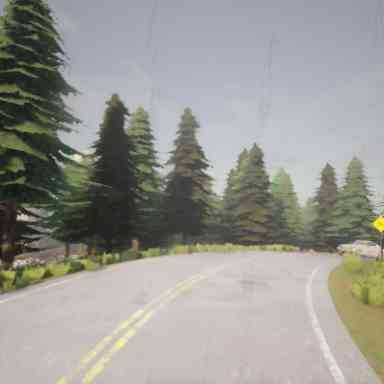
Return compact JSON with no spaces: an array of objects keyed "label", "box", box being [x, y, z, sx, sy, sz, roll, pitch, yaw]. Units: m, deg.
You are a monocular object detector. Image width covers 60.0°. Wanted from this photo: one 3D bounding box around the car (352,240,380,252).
[{"label":"car","box":[14.569,4.884,28.634,4.674,1.442,1.812,10,-8,-26]}]
